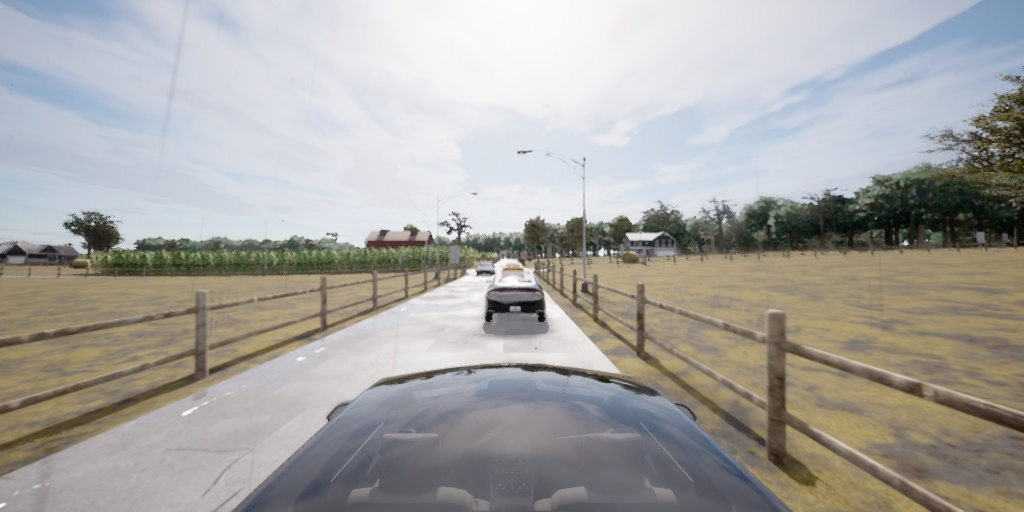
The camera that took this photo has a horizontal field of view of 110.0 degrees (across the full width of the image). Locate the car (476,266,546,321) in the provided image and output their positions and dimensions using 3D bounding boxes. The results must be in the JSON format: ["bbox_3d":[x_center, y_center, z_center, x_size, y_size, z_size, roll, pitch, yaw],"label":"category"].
[{"bbox_3d":[0.095,1.269,12.521,2.128,1.511,4.902,0,0,0],"label":"car"}]

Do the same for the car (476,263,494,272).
[{"bbox_3d":[-2.771,1.409,38.676,2.033,1.411,5.357,0,0,0],"label":"car"}]

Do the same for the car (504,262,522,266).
[{"bbox_3d":[0.084,1.272,30.883,1.882,1.535,5.008,0,0,0],"label":"car"}]
